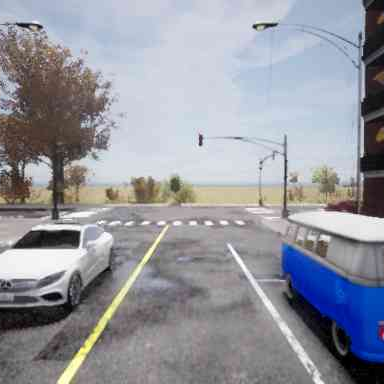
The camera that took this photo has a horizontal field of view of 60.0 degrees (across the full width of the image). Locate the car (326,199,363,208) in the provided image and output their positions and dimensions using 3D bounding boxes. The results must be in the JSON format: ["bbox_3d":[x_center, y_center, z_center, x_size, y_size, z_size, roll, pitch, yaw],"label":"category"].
[{"bbox_3d":[13.972,1.321,28.212,5.008,1.535,1.882,0,1,0],"label":"car"}]

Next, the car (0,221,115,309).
[{"bbox_3d":[-3.086,1.468,7.836,1.812,1.442,4.674,0,0,0],"label":"car"}]

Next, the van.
[{"bbox_3d":[2.675,1.300,5.589,1.690,1.788,3.998,-1,0,0],"label":"van"}]
